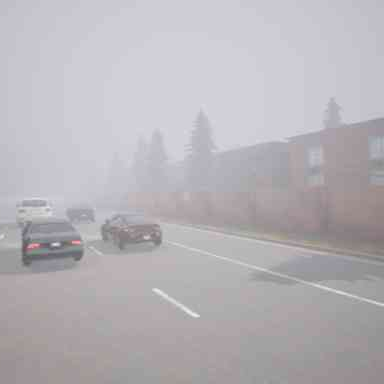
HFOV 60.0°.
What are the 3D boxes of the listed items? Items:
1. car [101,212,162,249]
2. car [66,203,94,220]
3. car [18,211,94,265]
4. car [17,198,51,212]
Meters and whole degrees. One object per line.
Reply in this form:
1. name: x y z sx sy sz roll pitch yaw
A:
1. car: -2.852 1.635 15.214 1.812 1.442 4.674 0 0 -27
2. car: -9.689 1.726 28.567 1.882 1.535 5.008 0 0 -26
3. car: -5.305 1.665 12.322 2.033 1.411 5.357 0 0 -28
4. car: -12.067 1.479 25.472 2.150 2.045 5.566 0 0 -26
